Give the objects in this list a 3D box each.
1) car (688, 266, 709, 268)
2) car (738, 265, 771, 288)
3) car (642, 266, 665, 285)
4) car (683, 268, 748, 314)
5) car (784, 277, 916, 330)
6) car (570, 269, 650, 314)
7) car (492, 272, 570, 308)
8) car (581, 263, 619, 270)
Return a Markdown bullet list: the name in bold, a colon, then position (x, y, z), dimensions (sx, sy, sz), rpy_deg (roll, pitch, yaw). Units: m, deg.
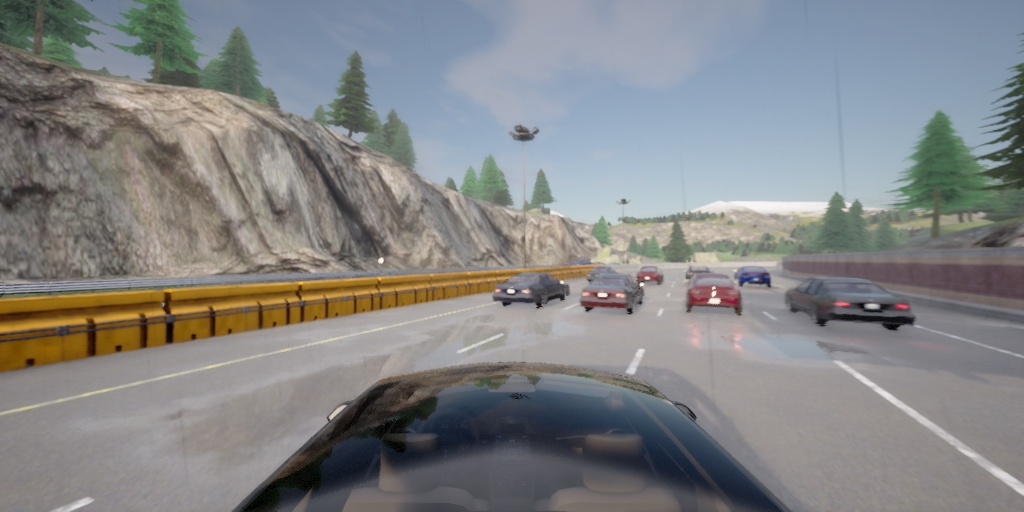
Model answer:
- **car**: position (14.315, 1.482, 27.567), dimensions (2.128, 1.511, 4.902), rpy_deg (0, 0, 26)
- **car**: position (17.802, 1.455, 26.716), dimensions (1.882, 1.535, 5.008), rpy_deg (0, 0, 26)
- **car**: position (11.336, 1.535, 29.436), dimensions (1.812, 1.442, 4.674), rpy_deg (0, 0, 26)
- **car**: position (7.978, 1.392, 14.409), dimensions (1.812, 1.442, 4.674), rpy_deg (0, 0, 26)
- **car**: position (10.518, 1.385, 11.643), dimensions (2.033, 1.411, 5.357), rpy_deg (0, -1, 26)
- **car**: position (4.224, 1.421, 14.699), dimensions (2.033, 1.411, 5.357), rpy_deg (0, -1, 26)
- **car**: position (1.055, 1.438, 16.192), dimensions (2.033, 1.411, 5.357), rpy_deg (0, -1, 26)
- **car**: position (7.568, 1.564, 29.726), dimensions (2.033, 1.411, 5.357), rpy_deg (0, -1, 26)
